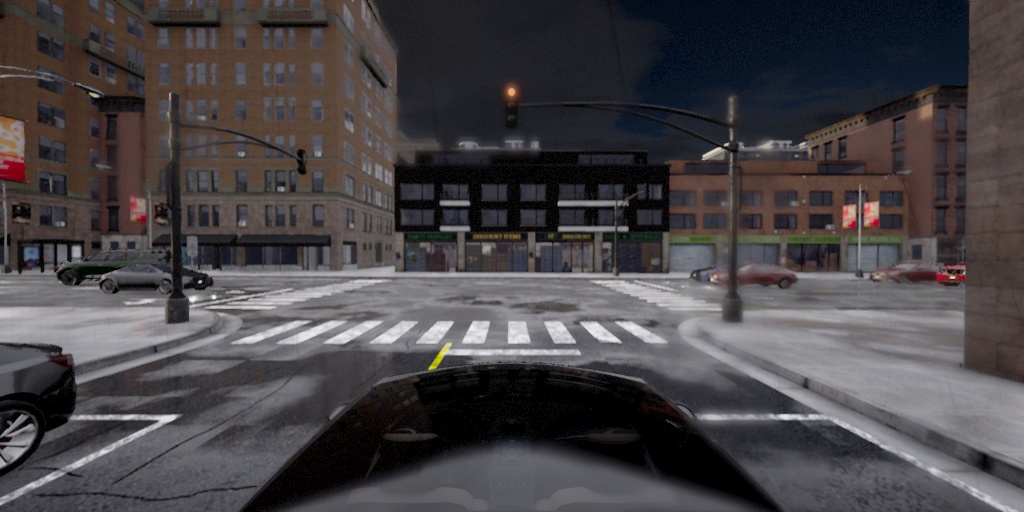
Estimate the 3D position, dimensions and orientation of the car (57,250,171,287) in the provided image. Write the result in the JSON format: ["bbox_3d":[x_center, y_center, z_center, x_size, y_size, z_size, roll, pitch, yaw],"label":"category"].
[{"bbox_3d":[-22.694,0.660,20.866,5.566,2.045,2.150,0,1,-1],"label":"car"}]

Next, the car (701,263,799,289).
[{"bbox_3d":[14.097,1.144,21.029,4.674,1.442,1.812,0,1,1],"label":"car"}]

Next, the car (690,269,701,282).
[{"bbox_3d":[14.396,1.148,24.282,4.181,1.385,1.994,0,1,0],"label":"car"}]

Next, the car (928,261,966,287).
[{"bbox_3d":[28.654,0.914,21.099,5.566,2.045,2.150,0,1,-1],"label":"car"}]

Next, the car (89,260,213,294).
[{"bbox_3d":[-17.142,1.067,17.405,4.181,1.385,1.994,0,1,0],"label":"car"}]

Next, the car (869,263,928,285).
[{"bbox_3d":[27.153,1.177,24.339,4.674,1.442,1.812,0,1,-1],"label":"car"}]

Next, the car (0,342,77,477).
[{"bbox_3d":[-5.387,1.313,1.932,1.948,1.339,4.313,0,0,0],"label":"car"}]
